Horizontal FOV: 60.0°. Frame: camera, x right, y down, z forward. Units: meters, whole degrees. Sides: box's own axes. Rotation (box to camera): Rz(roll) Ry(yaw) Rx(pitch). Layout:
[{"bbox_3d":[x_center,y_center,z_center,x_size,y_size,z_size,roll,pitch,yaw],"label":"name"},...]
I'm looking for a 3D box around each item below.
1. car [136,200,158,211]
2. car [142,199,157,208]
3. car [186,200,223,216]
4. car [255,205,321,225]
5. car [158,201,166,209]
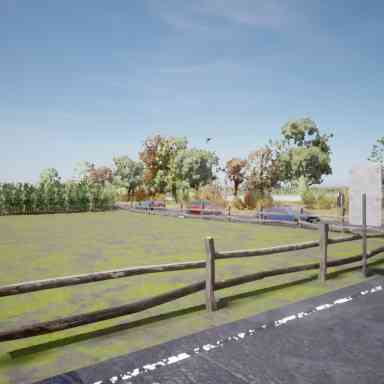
[{"bbox_3d":[-7.248,2.158,51.166,2.033,1.411,5.357,-1,0,-21],"label":"car"},{"bbox_3d":[-8.260,2.224,64.390,2.128,1.511,4.902,0,0,-16],"label":"car"},{"bbox_3d":[1.287,1.738,35.749,2.097,1.767,4.553,-1,0,-33],"label":"car"},{"bbox_3d":[7.506,1.783,26.676,2.033,1.411,5.357,-1,0,-35],"label":"car"},{"bbox_3d":[-5.585,2.149,55.117,1.812,1.442,4.674,-1,-1,-17],"label":"car"}]
